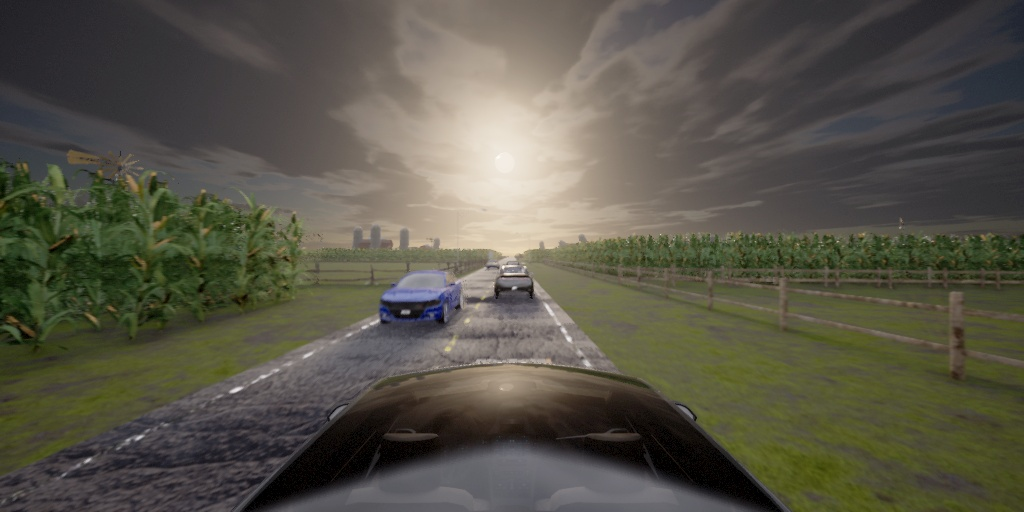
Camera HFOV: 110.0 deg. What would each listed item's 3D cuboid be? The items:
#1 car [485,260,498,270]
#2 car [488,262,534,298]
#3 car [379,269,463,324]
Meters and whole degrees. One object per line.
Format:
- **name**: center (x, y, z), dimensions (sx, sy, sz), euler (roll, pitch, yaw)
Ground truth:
- **car**: center (-2.793, 1.266, 52.475), dimensions (2.033, 1.411, 5.357), euler (0, 0, 0)
- **car**: center (0.109, 1.238, 18.375), dimensions (2.128, 1.511, 4.902), euler (0, 0, 0)
- **car**: center (-2.842, 1.226, 12.104), dimensions (1.882, 1.535, 5.008), euler (0, 0, 0)
